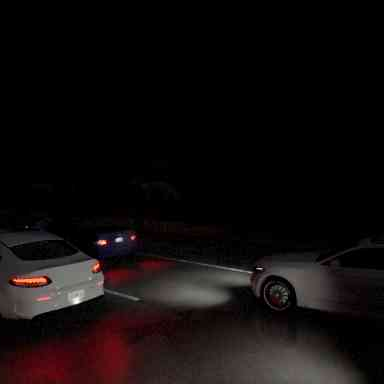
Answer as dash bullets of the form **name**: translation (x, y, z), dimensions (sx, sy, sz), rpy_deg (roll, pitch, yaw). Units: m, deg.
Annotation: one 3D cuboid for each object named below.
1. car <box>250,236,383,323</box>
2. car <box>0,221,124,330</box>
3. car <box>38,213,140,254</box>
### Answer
- **car**: translation (3.332, 1.524, 5.915), dimensions (4.674, 1.442, 1.812), rpy_deg (0, 0, 36)
- **car**: translation (-3.720, 1.455, 6.676), dimensions (4.674, 1.442, 1.812), rpy_deg (1, 1, 36)
- **car**: translation (-4.196, 1.429, 11.335), dimensions (5.357, 1.411, 2.033), rpy_deg (1, 1, 36)
